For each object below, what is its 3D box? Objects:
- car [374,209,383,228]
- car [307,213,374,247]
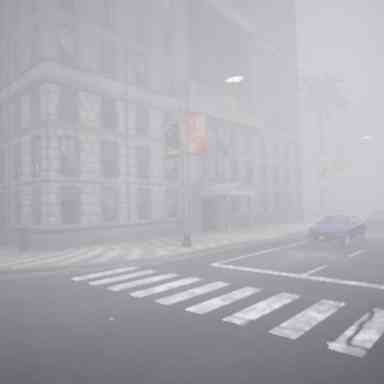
[{"bbox_3d":[14.835,2.057,25.416,1.882,1.535,5.008,-4,-3,43],"label":"car"},{"bbox_3d":[7.940,1.963,17.941,1.882,1.535,5.008,-4,-3,42],"label":"car"}]
